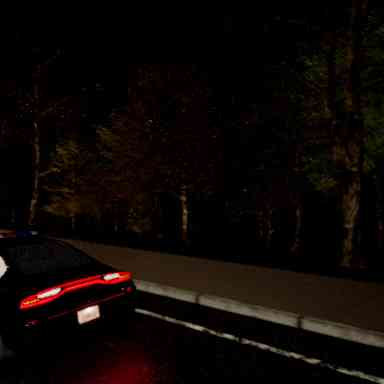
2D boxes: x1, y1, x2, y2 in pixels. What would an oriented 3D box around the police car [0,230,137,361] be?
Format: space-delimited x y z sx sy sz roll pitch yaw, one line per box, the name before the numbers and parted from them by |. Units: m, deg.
police car | -3.378 1.492 5.968 4.974 1.542 2.038 0 0 35
